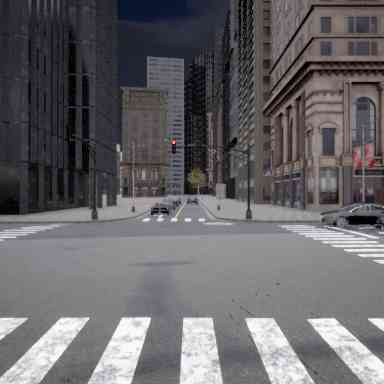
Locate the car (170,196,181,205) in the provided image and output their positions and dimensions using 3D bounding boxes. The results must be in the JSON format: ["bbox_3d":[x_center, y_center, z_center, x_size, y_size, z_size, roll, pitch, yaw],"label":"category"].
[{"bbox_3d":[-3.005,1.597,62.777,1.882,1.535,5.008,0,0,0],"label":"car"}]

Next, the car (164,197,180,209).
[{"bbox_3d":[-3.064,1.556,43.218,2.128,1.511,4.902,0,0,0],"label":"car"}]

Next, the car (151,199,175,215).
[{"bbox_3d":[-3.057,1.644,33.822,1.895,1.301,4.718,0,0,0],"label":"car"}]

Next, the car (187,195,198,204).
[{"bbox_3d":[0.092,1.479,65.202,2.097,1.767,4.553,0,0,0],"label":"car"}]

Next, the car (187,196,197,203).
[{"bbox_3d":[-0.019,1.688,75.100,2.128,1.511,4.902,0,0,0],"label":"car"}]

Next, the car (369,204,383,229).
[{"bbox_3d":[12.751,1.516,17.611,5.357,1.411,2.033,0,0,-1],"label":"car"}]

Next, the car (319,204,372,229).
[{"bbox_3d":[10.581,1.491,20.995,4.902,1.511,2.128,0,0,1],"label":"car"}]
